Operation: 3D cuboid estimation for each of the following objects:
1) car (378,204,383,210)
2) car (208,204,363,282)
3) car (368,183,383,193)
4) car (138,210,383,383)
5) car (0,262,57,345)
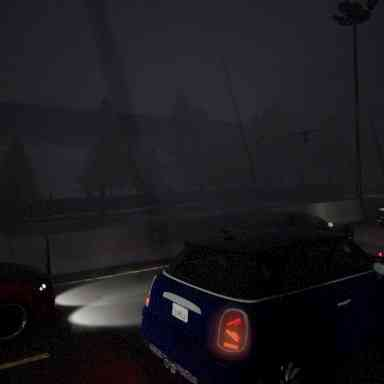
[{"bbox_3d":[10.690,0.864,15.825,4.902,1.511,2.128,-4,2,-36],"label":"car"},{"bbox_3d":[3.068,1.321,10.303,5.008,1.535,1.882,-3,1,-36],"label":"car"},{"bbox_3d":[25.240,-0.555,43.914,4.718,1.301,1.895,-4,2,-36],"label":"car"},{"bbox_3d":[1.592,1.313,4.915,4.553,1.767,2.097,-1,1,-36],"label":"car"},{"bbox_3d":[-4.303,1.565,4.983,4.181,1.385,1.994,0,0,-35],"label":"car"}]
